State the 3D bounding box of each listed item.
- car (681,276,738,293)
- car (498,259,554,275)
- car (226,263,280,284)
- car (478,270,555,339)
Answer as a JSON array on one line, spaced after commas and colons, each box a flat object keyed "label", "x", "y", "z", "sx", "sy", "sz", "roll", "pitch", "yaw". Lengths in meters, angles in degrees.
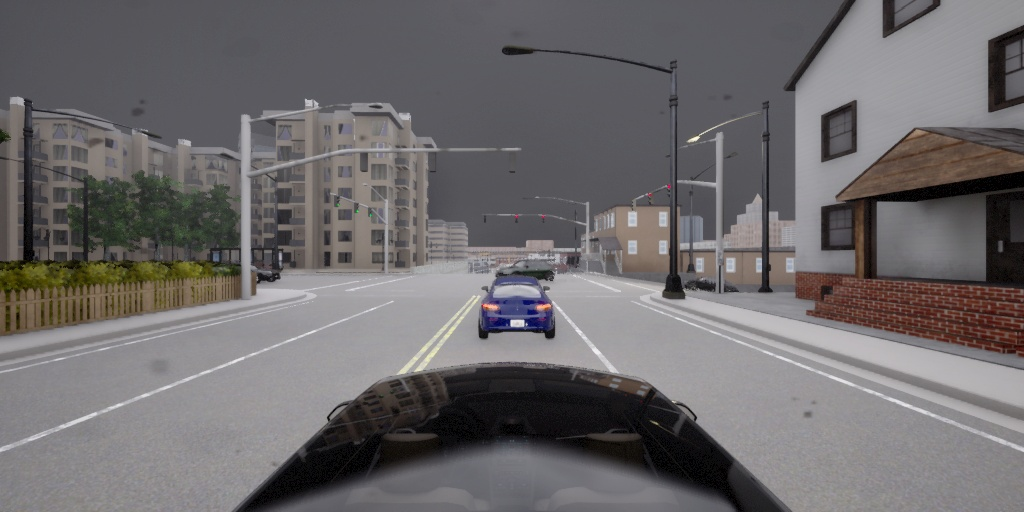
[{"label": "car", "x": 16.148, "y": 2.372, "z": 29.668, "sx": 4.674, "sy": 1.442, "sz": 1.812, "roll": 8, "pitch": 0, "yaw": 1}, {"label": "car", "x": 0.922, "y": 1.062, "z": 26.721, "sx": 4.553, "sy": 1.767, "sz": 2.097, "roll": 0, "pitch": 1, "yaw": -33}, {"label": "car", "x": -19.815, "y": 1.255, "z": 26.487, "sx": 4.892, "sy": 1.490, "sz": 1.837, "roll": 0, "pitch": 0, "yaw": 1}, {"label": "car", "x": 0.110, "y": 1.276, "z": 9.991, "sx": 1.812, "sy": 1.442, "sz": 4.674, "roll": 0, "pitch": 0, "yaw": 0}]
